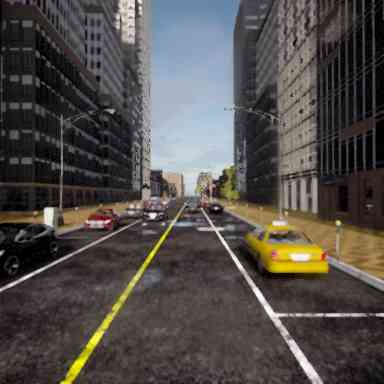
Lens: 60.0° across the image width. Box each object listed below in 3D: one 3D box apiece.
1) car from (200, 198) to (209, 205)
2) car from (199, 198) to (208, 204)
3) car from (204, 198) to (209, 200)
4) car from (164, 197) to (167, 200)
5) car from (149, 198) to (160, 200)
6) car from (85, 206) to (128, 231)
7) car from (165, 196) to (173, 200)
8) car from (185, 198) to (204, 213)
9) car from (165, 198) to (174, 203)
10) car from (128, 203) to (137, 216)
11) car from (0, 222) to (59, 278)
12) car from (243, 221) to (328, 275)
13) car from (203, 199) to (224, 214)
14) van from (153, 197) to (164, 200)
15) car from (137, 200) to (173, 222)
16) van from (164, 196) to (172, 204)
[{"bbox_3d":[2.706,2.107,73.033,1.802,1.307,4.206,0,0,0],"label":"car"},{"bbox_3d":[2.708,2.090,78.896,1.752,1.417,4.829,0,0,0],"label":"car"},{"bbox_3d":[2.705,1.888,61.650,1.967,1.590,4.097,0,0,0],"label":"car"},{"bbox_3d":[-5.677,1.991,55.974,1.802,1.307,4.206,0,0,0],"label":"car"},{"bbox_3d":[-5.679,1.874,44.589,1.887,1.381,4.507,0,0,0],"label":"car"},{"bbox_3d":[-5.683,1.747,21.819,1.802,1.307,4.206,0,0,0],"label":"car"},{"bbox_3d":[-5.674,1.966,73.050,1.967,1.590,4.097,0,0,0],"label":"car"},{"bbox_3d":[0.109,1.799,41.627,2.128,1.511,4.902,0,-1,0],"label":"car"},{"bbox_3d":[-5.672,2.168,84.434,1.947,1.339,4.313,0,0,0],"label":"car"},{"bbox_3d":[-5.681,1.799,33.205,2.008,1.369,4.403,0,0,0],"label":"car"},{"bbox_3d":[-5.685,1.647,10.437,1.947,1.339,4.313,0,0,0],"label":"car"},{"bbox_3d":[2.696,1.607,10.593,1.752,1.417,4.829,0,0,0],"label":"car"},{"bbox_3d":[2.701,1.855,38.883,1.947,1.339,4.313,0,0,0],"label":"car"},{"bbox_3d":[-5.677,1.711,50.283,1.690,1.788,3.998,0,0,0],"label":"van"},{"bbox_3d":[-3.086,1.706,28.675,2.128,1.511,4.902,0,0,0],"label":"car"},{"bbox_3d":[-5.672,1.905,78.744,1.690,1.788,3.998,0,0,0],"label":"van"}]
